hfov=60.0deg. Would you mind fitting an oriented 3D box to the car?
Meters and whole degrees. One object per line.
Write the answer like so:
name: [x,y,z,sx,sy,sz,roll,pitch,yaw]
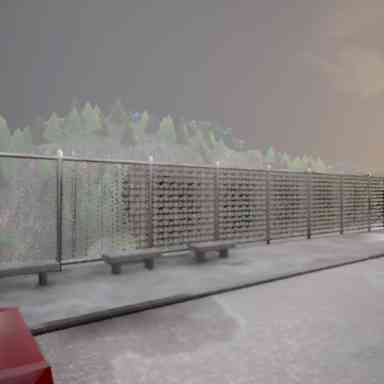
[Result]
car: [-3.534,1.596,2.085,4.718,1.301,1.895,0,0,-36]
